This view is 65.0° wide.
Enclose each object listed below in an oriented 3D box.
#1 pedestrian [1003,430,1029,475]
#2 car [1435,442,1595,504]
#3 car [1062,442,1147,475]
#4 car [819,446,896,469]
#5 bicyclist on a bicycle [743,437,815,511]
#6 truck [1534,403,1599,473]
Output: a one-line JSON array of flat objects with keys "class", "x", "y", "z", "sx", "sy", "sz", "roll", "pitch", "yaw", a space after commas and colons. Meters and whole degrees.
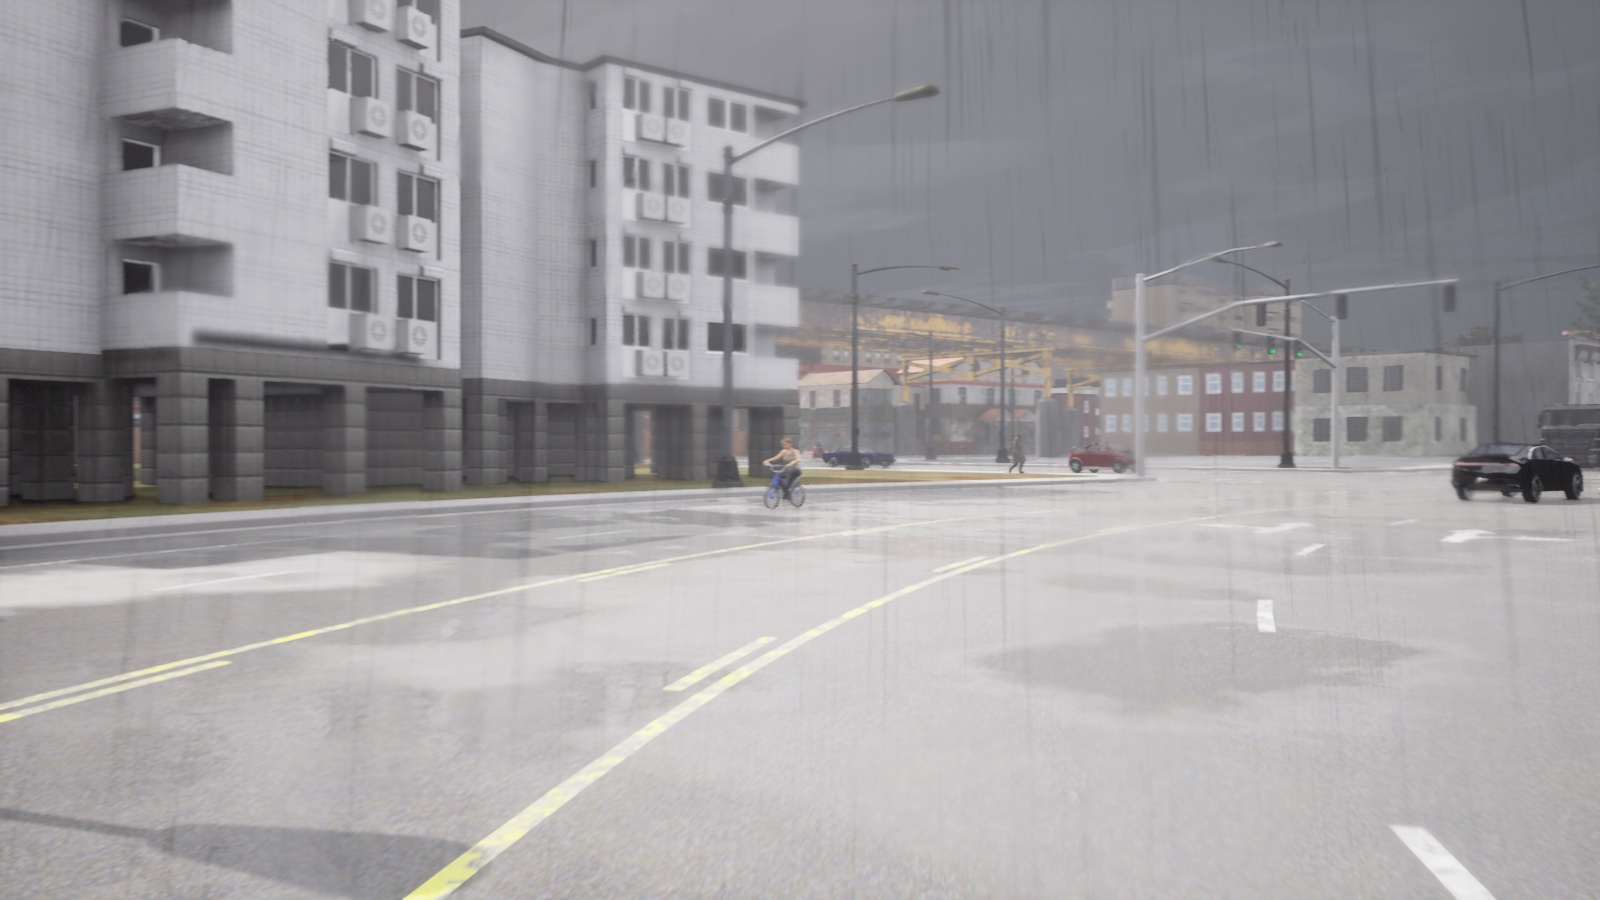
[{"class": "pedestrian", "x": 9.516, "y": 0.115, "z": 55.334, "sx": 0.659, "sy": 1.952, "sz": 0.873, "roll": 0, "pitch": 0, "yaw": -43}, {"class": "car", "x": 18.770, "y": 0.556, "z": 32.887, "sx": 4.902, "sy": 1.511, "sz": 2.128, "roll": 0, "pitch": 0, "yaw": -41}, {"class": "car", "x": 14.917, "y": 0.407, "z": 61.670, "sx": 1.789, "sy": 1.549, "sz": 3.705, "roll": 0, "pitch": 0, "yaw": -41}, {"class": "car", "x": 3.378, "y": 0.432, "z": 74.553, "sx": 1.895, "sy": 1.301, "sz": 4.718, "roll": 0, "pitch": 0, "yaw": -40}, {"class": "bicyclist on a bicycle", "x": -0.466, "y": 0.522, "z": 28.178, "sx": 0.866, "sy": 1.612, "sz": 1.509, "roll": 1, "pitch": 1, "yaw": 36}, {"class": "truck", "x": 41.092, "y": -0.659, "z": 65.025, "sx": 7.936, "sy": 3.462, "sz": 2.891, "roll": -1, "pitch": 1, "yaw": -41}]
